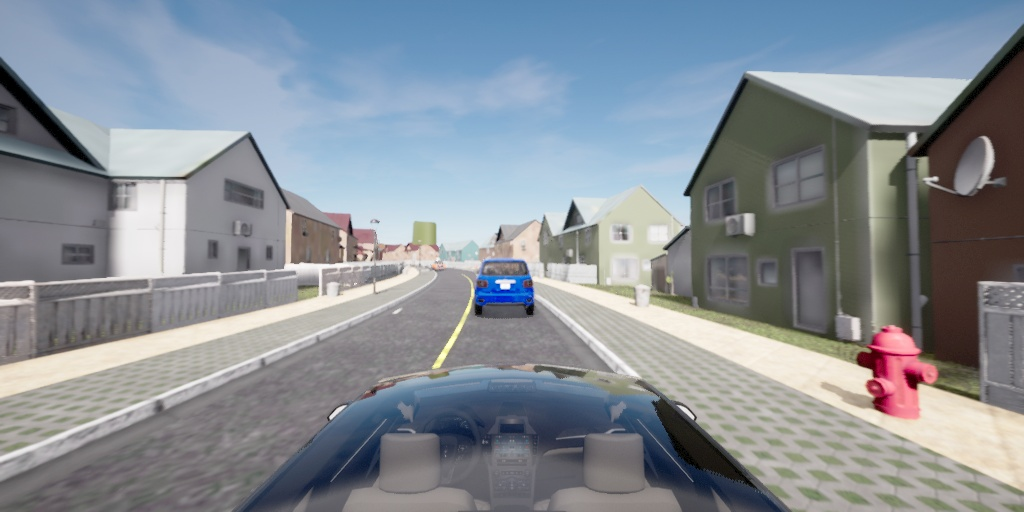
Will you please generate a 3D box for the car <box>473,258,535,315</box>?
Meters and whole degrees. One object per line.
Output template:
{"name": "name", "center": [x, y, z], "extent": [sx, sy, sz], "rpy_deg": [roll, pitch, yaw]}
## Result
{"name": "car", "center": [-0.383, 1.105, 14.554], "extent": [2.150, 2.045, 5.566], "rpy_deg": [0, 0, -4]}
